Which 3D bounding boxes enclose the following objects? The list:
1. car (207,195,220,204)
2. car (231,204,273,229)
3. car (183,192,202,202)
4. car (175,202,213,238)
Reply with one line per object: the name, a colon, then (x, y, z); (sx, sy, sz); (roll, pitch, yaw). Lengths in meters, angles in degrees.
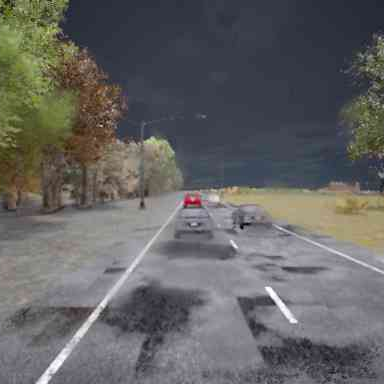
car: (3.588, 1.253, 55.362); (1.812, 1.442, 4.674); (0, 0, 0)
car: (3.585, 1.454, 20.575); (2.033, 1.411, 5.357); (0, 0, 0)
car: (0.092, 1.016, 42.745); (2.150, 2.045, 5.566); (0, 0, 0)
car: (0.095, 1.469, 17.127); (2.033, 1.411, 5.357); (0, 0, 0)
